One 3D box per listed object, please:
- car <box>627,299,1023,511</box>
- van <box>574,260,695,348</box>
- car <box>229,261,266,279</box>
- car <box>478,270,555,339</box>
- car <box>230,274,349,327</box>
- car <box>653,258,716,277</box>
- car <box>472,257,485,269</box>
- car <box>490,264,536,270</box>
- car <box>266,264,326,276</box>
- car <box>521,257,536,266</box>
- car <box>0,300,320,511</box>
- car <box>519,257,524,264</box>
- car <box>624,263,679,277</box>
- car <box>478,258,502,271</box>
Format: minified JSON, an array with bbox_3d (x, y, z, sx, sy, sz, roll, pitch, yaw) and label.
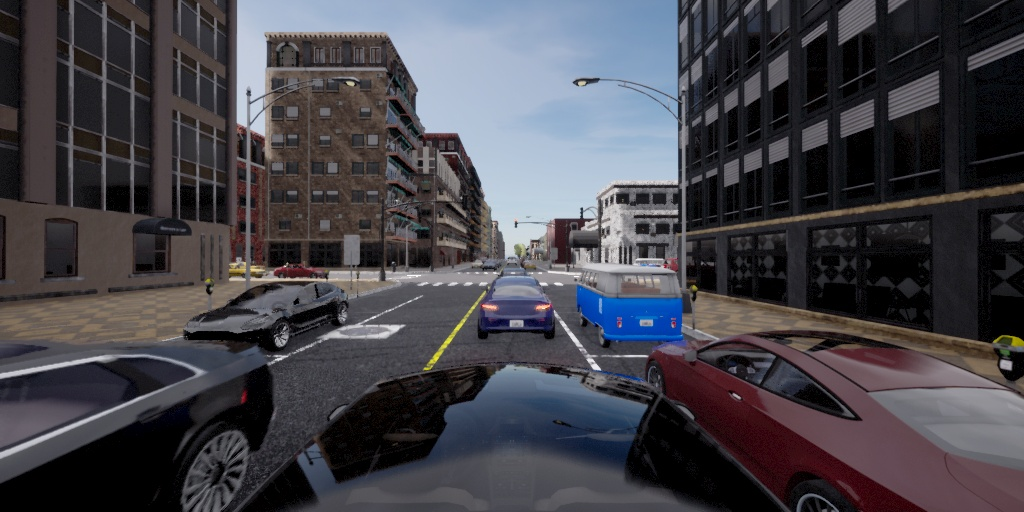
[{"bbox_3d":[2.657,1.332,3.259,1.802,1.307,4.207,0,0,0],"label":"car"},{"bbox_3d":[2.658,1.091,8.948,1.690,1.789,3.998,0,0,0],"label":"van"},{"bbox_3d":[-22.954,1.214,29.747,4.829,1.417,1.751,0,0,0],"label":"car"},{"bbox_3d":[0.103,1.276,9.949,1.812,1.442,4.674,0,0,0],"label":"car"},{"bbox_3d":[-5.689,1.316,8.976,1.948,1.339,4.313,0,0,0],"label":"car"},{"bbox_3d":[14.925,1.105,29.830,5.009,1.841,2.192,0,0,0],"label":"car"},{"bbox_3d":[-5.679,1.313,59.104,1.751,1.417,4.829,0,0,0],"label":"car"},{"bbox_3d":[0.096,1.317,18.400,1.994,1.385,4.181,0,0,0],"label":"car"},{"bbox_3d":[-17.461,1.282,29.759,4.207,1.307,1.802,0,0,0],"label":"car"},{"bbox_3d":[2.701,1.307,53.904,1.751,1.417,4.829,0,0,0],"label":"car"},{"bbox_3d":[-3.101,1.241,1.297,2.128,1.511,4.902,0,0,0],"label":"car"},{"bbox_3d":[2.703,1.377,64.812,1.802,1.307,4.207,0,0,0],"label":"car"},{"bbox_3d":[13.764,1.416,35.621,4.718,1.301,1.895,0,0,0],"label":"car"},{"bbox_3d":[-3.051,1.325,50.582,2.033,1.411,5.357,0,0,3],"label":"car"}]
